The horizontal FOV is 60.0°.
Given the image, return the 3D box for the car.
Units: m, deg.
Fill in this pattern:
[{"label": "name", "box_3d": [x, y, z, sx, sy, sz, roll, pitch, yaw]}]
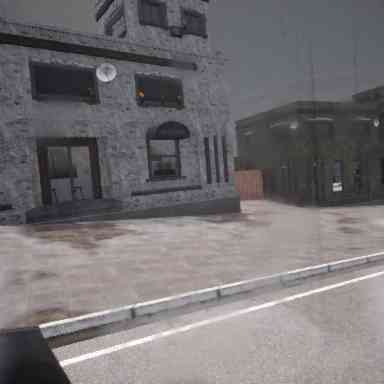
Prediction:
[{"label": "car", "box_3d": [-3.020, 1.605, 1.505, 4.718, 1.301, 1.895, 0, 0, -35]}]
